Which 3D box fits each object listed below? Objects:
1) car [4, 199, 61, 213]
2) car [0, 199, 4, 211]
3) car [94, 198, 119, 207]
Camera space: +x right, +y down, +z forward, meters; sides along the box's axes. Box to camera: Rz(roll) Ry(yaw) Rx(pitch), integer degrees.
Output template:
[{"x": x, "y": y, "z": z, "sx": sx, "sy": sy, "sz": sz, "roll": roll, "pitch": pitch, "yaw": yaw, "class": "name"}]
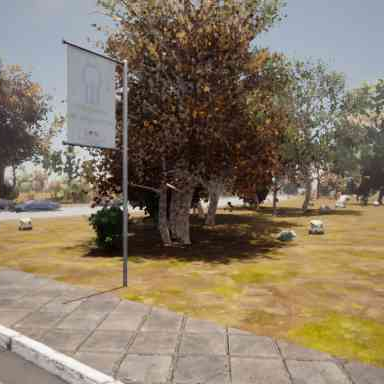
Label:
[{"x": -17.597, "y": 1.542, "z": 37.434, "sx": 2.033, "sy": 1.411, "sz": 5.357, "roll": 0, "pitch": 0, "yaw": 39, "class": "car"}, {"x": -22.399, "y": 1.489, "z": 37.031, "sx": 2.128, "sy": 1.511, "sz": 4.902, "roll": 0, "pitch": 0, "yaw": 39, "class": "car"}, {"x": -12.439, "y": 1.559, "z": 49.671, "sx": 1.895, "sy": 1.301, "sz": 4.718, "roll": 0, "pitch": 0, "yaw": 37, "class": "car"}]
